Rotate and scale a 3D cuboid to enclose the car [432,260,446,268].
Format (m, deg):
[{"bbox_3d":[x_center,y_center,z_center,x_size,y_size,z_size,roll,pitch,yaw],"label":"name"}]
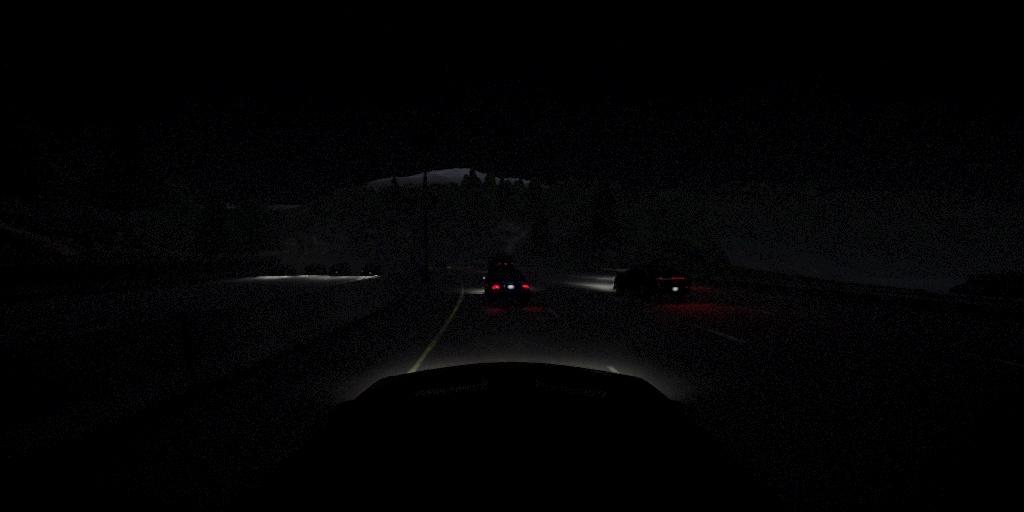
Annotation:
[{"bbox_3d":[-12.987,1.445,63.935,1.812,1.442,4.674,0,0,-24],"label":"car"}]

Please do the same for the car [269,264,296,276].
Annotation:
[{"bbox_3d":[-27.700,1.681,43.441,1.994,1.385,4.181,-1,0,-18],"label":"car"}]

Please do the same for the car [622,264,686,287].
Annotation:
[{"bbox_3d":[9.364,1.224,24.104,1.895,1.301,4.718,-1,0,-8],"label":"car"}]

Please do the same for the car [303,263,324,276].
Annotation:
[{"bbox_3d":[-24.307,1.619,44.451,2.033,1.411,5.357,-1,0,-17],"label":"car"}]

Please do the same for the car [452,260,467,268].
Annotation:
[{"bbox_3d":[-9.338,1.396,64.324,1.812,1.442,4.674,0,0,-24],"label":"car"}]

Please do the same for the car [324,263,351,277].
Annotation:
[{"bbox_3d":[-19.706,1.515,41.177,1.837,1.490,4.892,-1,0,-16],"label":"car"}]

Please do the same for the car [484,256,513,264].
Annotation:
[{"bbox_3d":[-1.412,0.987,42.288,2.150,2.045,5.566,0,0,-16],"label":"car"}]

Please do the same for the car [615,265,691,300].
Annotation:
[{"bbox_3d":[6.500,1.154,17.159,2.128,1.511,4.902,-1,0,-5],"label":"car"}]

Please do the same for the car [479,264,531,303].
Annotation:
[{"bbox_3d":[-0.339,1.301,16.920,2.033,1.411,5.357,-1,0,-7],"label":"car"}]

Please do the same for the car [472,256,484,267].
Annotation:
[{"bbox_3d":[-5.405,1.040,64.537,2.150,2.045,5.566,0,0,-23],"label":"car"}]

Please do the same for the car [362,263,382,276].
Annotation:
[{"bbox_3d":[-16.111,1.510,41.522,2.033,1.411,5.357,-1,0,-15],"label":"car"}]
